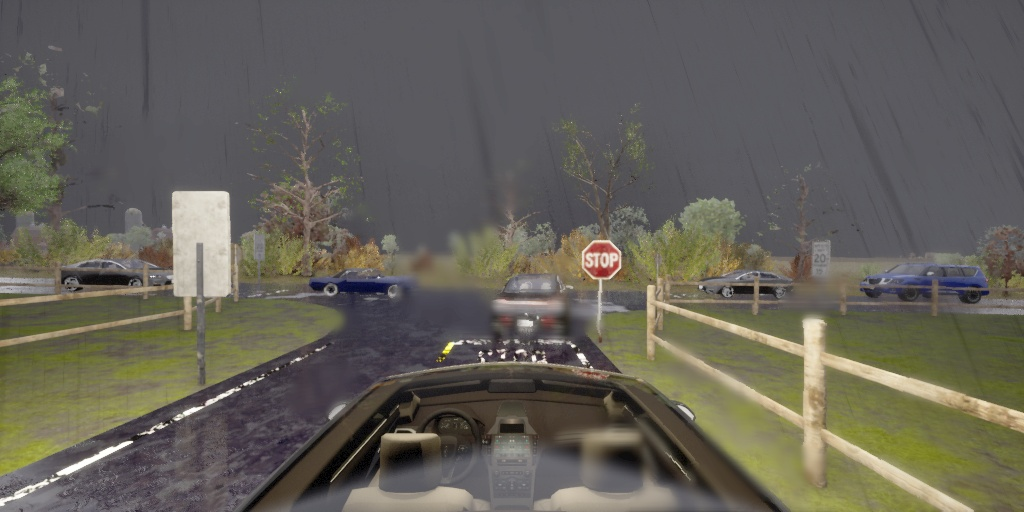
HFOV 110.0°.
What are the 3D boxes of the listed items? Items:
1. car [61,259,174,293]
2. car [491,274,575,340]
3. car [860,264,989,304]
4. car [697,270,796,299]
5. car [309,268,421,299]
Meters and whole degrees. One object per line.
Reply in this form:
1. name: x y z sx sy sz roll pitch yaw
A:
1. car: -18.494 0.885 17.087 4.902 1.511 2.128 1 1 0
2. car: 0.704 1.240 10.044 2.128 1.511 4.902 0 0 9
3. car: 22.894 1.466 19.998 5.566 2.045 2.150 1 1 0
4. car: 12.999 1.525 20.006 4.902 1.511 2.128 1 1 0
5. car: -6.826 1.248 17.074 4.718 1.301 1.895 1 1 0
